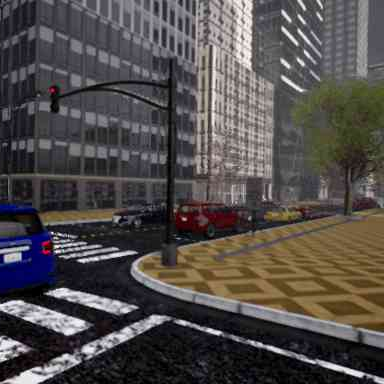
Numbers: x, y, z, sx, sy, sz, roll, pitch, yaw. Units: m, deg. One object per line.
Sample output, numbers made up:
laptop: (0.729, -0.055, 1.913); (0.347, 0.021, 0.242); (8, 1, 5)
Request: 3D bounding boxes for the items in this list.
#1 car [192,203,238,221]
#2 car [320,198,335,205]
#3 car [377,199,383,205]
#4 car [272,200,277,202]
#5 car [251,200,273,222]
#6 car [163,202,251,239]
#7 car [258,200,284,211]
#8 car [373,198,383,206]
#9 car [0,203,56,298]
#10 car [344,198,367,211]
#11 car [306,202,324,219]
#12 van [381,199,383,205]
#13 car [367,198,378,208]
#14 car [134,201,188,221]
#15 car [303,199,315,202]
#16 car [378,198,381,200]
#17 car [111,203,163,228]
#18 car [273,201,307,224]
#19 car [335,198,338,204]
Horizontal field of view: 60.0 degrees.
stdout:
car: (2.192, 1.731, 30.063); (1.895, 1.301, 4.718); (1, 0, 36)
car: (27.784, 2.053, 69.062); (1.802, 1.307, 4.206); (1, 0, 36)
car: (44.592, 2.367, 77.709); (1.802, 1.307, 4.206); (1, 0, 36)
car: (8.123, 1.722, 38.070); (1.837, 1.490, 4.892); (1, 0, 37)
car: (4.789, 1.702, 28.214); (1.837, 1.490, 4.892); (2, 0, 37)
car: (1.019, 1.480, 18.740); (2.192, 1.841, 5.009); (1, 0, 36)
car: (11.031, 1.801, 46.391); (1.947, 1.339, 4.313); (1, 0, 36)
car: (41.242, 2.180, 73.172); (1.967, 1.590, 4.097); (1, 0, 36)
car: (-5.382, 1.273, 7.517); (5.566, 2.045, 2.150); (0, 0, 36)
car: (24.483, 1.822, 50.492); (2.192, 1.841, 5.009); (1, 0, 36)
car: (11.071, 1.896, 32.348); (1.802, 1.307, 4.206); (1, 0, 36)
van: (37.891, 2.034, 68.636); (1.690, 1.788, 3.998); (1, 0, 36)
car: (31.187, 1.915, 59.564); (2.192, 1.841, 5.009); (1, 0, 36)
car: (-2.474, 1.563, 28.117); (1.752, 1.417, 4.829); (1, 0, 36)
car: (20.982, 1.901, 59.857); (1.752, 1.417, 4.829); (1, 0, 36)
car: (34.536, 2.192, 64.100); (1.887, 1.381, 4.507); (1, 0, 36)
car: (-3.265, 1.541, 22.673); (2.128, 1.511, 4.902); (1, 0, 36)
car: (7.821, 1.792, 27.948); (1.752, 1.417, 4.829); (1, 0, 36)
car: (31.135, 2.068, 73.596); (2.008, 1.369, 4.403); (1, 0, 36)
